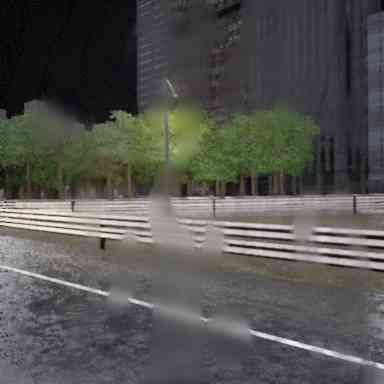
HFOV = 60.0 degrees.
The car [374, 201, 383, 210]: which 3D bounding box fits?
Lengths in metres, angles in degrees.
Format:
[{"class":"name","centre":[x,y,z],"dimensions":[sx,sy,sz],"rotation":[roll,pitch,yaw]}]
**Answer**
[{"class":"car","centre":[18.459,0.914,29.769],"dimensions":[4.181,1.385,1.994],"rotation":[-1,0,-5]}]
